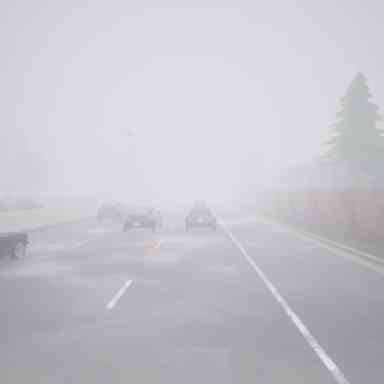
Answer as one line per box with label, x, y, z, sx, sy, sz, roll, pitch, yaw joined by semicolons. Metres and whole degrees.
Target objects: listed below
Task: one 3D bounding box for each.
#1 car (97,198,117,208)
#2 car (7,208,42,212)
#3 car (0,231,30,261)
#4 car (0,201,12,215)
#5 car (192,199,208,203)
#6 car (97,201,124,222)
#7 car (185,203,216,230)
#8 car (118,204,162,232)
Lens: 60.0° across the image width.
car;-12.969;1.699;50.966;1.812;1.442;4.674;0;0;2
car;-16.887;1.575;33.422;2.128;1.511;4.902;0;0;1
car;-6.706;1.619;9.640;1.895;1.301;4.718;0;0;1
car;-20.379;1.635;33.673;1.994;1.385;4.181;0;0;1
car;0.998;1.689;41.800;1.837;1.490;4.892;0;0;1
car;-6.322;1.587;27.402;2.128;1.511;4.902;0;0;1
car;0.560;1.661;21.867;1.994;1.385;4.181;0;0;1
car;-2.974;1.604;20.488;1.812;1.442;4.674;0;0;1
